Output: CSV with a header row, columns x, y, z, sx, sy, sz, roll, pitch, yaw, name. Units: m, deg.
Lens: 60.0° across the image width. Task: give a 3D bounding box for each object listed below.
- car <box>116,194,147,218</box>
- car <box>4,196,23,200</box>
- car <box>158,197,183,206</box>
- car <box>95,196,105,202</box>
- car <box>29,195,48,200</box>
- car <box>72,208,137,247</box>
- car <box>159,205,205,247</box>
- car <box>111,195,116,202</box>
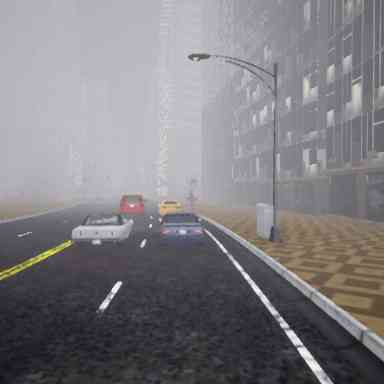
x,y,z,sx,sy,sz,roll,pitch,yaw,name
-5.271,1.229,29.876,2.150,2.045,5.566,0,0,-8,car
-44.409,1.374,82.957,4.206,1.307,1.802,0,0,-10,car
-2.046,1.449,30.280,1.882,1.535,5.008,0,0,-8,car
-19.814,1.478,71.743,1.994,1.385,4.181,0,0,-11,car
-38.809,1.390,83.944,4.313,1.339,1.947,0,0,-10,car
-3.759,1.605,14.847,1.895,1.301,4.718,0,0,-4,car
-0.514,1.548,15.034,2.033,1.411,5.357,0,0,-4,car
-16.874,1.346,73.606,2.033,1.411,5.357,0,0,-11,car
